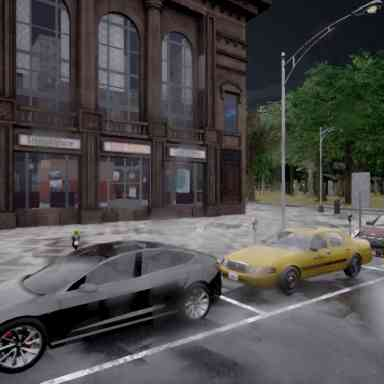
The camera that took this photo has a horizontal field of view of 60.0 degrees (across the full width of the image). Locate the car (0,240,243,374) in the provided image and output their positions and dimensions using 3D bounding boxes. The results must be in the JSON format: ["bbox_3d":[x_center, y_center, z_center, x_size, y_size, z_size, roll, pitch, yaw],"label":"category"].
[{"bbox_3d":[-1.427,1.566,5.631,4.313,1.339,1.947,0,0,-36],"label":"car"}]

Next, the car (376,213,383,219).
[{"bbox_3d":[7.425,1.440,11.948,4.097,1.590,1.967,0,0,-36],"label":"car"}]

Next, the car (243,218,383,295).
[{"bbox_3d":[2.861,1.525,8.691,4.829,1.417,1.752,0,0,-36],"label":"car"}]
